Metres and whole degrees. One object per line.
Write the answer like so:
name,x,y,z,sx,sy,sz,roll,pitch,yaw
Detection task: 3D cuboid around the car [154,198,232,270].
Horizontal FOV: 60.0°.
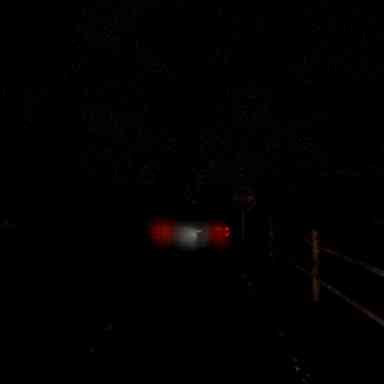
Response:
car,0.133,1.191,11.062,2.150,2.045,5.566,0,0,3
